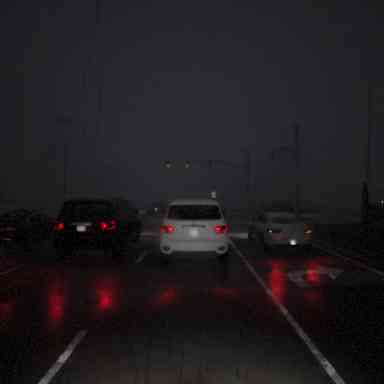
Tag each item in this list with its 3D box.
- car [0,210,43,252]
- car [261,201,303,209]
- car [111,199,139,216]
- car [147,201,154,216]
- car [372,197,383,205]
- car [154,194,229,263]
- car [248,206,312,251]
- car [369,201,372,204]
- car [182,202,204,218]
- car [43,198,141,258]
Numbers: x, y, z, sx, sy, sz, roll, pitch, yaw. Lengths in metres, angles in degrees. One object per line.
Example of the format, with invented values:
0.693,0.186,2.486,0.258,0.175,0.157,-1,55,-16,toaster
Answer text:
-6.920,1.516,13.958,2.128,1.511,4.902,0,0,0,car
8.611,1.581,31.949,4.674,1.442,1.812,0,-1,-27,car
-6.911,1.537,34.892,1.882,1.535,5.008,0,0,0,car
-3.413,1.622,33.835,1.994,1.385,4.181,0,0,0,car
30.689,1.440,50.858,4.553,1.767,2.097,0,0,1,car
0.074,1.243,12.243,2.150,2.045,5.566,0,0,0,car
3.581,1.550,14.073,1.812,1.442,4.674,0,0,0,car
31.242,1.620,54.332,4.674,1.442,1.812,0,0,1,car
0.086,1.655,31.733,1.895,1.301,4.718,0,0,0,car
-3.428,1.243,13.013,2.150,2.045,5.566,0,0,0,car
